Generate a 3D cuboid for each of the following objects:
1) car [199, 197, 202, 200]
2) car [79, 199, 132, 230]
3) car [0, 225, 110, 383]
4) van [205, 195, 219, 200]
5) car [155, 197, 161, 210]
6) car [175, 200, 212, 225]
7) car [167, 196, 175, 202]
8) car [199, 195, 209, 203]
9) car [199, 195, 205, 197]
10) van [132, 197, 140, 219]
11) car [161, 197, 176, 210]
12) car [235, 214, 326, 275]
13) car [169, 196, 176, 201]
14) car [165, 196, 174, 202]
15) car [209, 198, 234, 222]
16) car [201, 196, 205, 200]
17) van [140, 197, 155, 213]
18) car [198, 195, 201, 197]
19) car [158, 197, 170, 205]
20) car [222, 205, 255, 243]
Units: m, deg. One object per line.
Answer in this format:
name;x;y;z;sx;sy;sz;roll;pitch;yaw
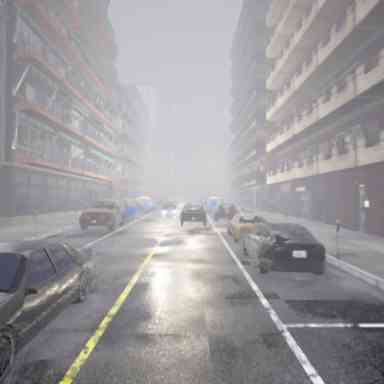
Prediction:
car;0.098;1.775;46.087;1.895;1.301;4.718;0;0;0
car;-5.672;1.397;21.748;2.192;1.841;5.009;1;0;0
car;-3.100;1.568;5.518;2.033;1.411;5.357;0;0;0
van;2.706;1.487;38.863;1.690;1.788;3.998;1;0;0
car;-5.668;1.719;44.486;2.008;1.369;4.403;1;0;0
car;0.099;1.584;24.739;2.128;1.511;4.902;0;0;0
car;-5.647;1.899;89.963;1.887;1.381;4.507;1;0;0
car;2.705;1.622;78.655;2.192;1.841;5.009;1;0;0
car;2.701;1.802;61.601;1.947;1.339;4.313;1;0;0
van;-5.673;1.444;27.432;1.690;1.788;3.998;1;0;0
car;-3.085;1.779;46.956;1.895;1.301;4.718;0;0;0
car;2.704;1.605;10.439;1.947;1.339;4.313;1;0;0
car;-5.648;1.922;95.481;1.752;1.417;4.829;1;0;0
car;-5.647;1.855;84.108;1.752;1.417;4.829;1;0;0
car;2.705;1.543;27.493;1.967;1.590;4.097;1;0;0
car;2.701;1.795;55.915;1.802;1.307;4.206;1;0;0
van;-5.680;1.487;38.803;1.690;1.788;3.998;1;0;0
car;2.702;1.723;72.970;1.967;1.590;4.097;1;0;0
car;-5.647;1.826;67.224;1.947;1.339;4.313;1;0;0
car;2.704;1.586;16.293;1.752;1.417;4.829;1;0;0
